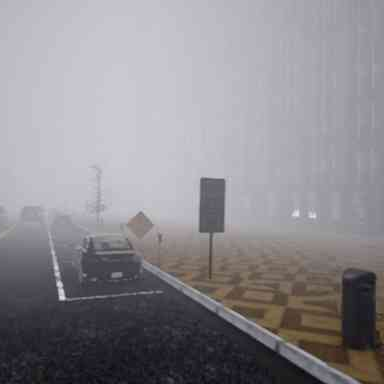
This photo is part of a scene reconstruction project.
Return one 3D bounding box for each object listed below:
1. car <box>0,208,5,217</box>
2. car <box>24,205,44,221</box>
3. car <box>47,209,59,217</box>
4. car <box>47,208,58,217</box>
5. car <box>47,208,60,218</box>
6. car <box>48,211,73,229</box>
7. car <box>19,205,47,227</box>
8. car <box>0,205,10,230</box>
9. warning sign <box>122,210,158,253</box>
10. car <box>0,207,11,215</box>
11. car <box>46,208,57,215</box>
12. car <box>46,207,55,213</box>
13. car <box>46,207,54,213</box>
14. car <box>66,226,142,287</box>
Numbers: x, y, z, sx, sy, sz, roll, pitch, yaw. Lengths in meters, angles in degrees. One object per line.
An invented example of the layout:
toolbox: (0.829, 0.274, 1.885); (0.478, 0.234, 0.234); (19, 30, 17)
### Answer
car: (-31.344, 3.327, 53.486); (1.802, 1.307, 4.206); (2, -3, -24)
car: (-21.384, 2.822, 45.265); (2.150, 2.045, 5.566); (3, -3, -23)
car: (-26.002, 3.832, 62.044); (1.947, 1.339, 4.313); (2, -3, -24)
car: (-19.087, 3.284, 46.603); (1.947, 1.339, 4.313); (2, -3, -24)
car: (-23.695, 3.524, 56.902); (1.967, 1.590, 4.097); (2, -3, -24)
car: (-12.173, 2.736, 31.161); (1.947, 1.339, 4.313); (2, -3, -24)
car: (-16.400, 2.428, 34.200); (2.150, 2.045, 5.566); (3, -3, -23)
car: (-17.572, 2.172, 29.177); (2.150, 2.045, 5.566); (3, -3, -24)
warning sign: (-2.377, 1.777, 15.180); (1.300, 1.860, 1.060); (3, -3, -24)
car: (-35.953, 3.675, 63.778); (1.947, 1.339, 4.313); (2, -3, -24)
car: (-30.611, 4.196, 72.340); (1.947, 1.339, 4.313); (2, -3, -24)
car: (-35.220, 4.539, 82.635); (1.887, 1.381, 4.507); (2, -3, -24)
car: (-37.593, 4.706, 87.938); (1.752, 1.417, 4.829); (2, -3, -24)
car: (-2.838, 1.991, 10.626); (2.008, 1.369, 4.403); (2, -3, -24)
